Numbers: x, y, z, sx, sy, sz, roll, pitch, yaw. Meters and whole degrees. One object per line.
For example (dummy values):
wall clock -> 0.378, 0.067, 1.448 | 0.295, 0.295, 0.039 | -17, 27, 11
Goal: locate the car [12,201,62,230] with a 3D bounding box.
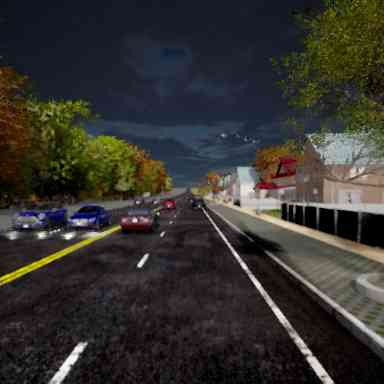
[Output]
car -> -9.862, 1.447, 21.986 | 2.097, 1.767, 4.553 | 0, 0, 0

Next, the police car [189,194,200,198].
police car -> 0.940, 1.653, 55.786 | 1.930, 1.638, 5.238 | 0, 0, 0

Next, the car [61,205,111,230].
car -> -6.613, 1.621, 21.841 | 1.812, 1.442, 4.674 | 0, 0, 0

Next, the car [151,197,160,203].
car -> -6.565, 1.742, 62.655 | 2.128, 1.511, 4.902 | 0, 0, 1

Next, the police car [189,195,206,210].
police car -> 0.946, 1.616, 45.786 | 1.930, 1.638, 5.238 | 0, 0, 0

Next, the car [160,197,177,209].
car -> -3.179, 1.724, 47.959 | 1.812, 1.442, 4.674 | 0, 0, 0

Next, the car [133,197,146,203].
car -> -9.811, 1.743, 62.640 | 2.128, 1.511, 4.902 | 0, 0, 1

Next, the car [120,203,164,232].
car -> -3.164, 1.640, 20.912 | 2.033, 1.411, 5.357 | 0, 0, 0
